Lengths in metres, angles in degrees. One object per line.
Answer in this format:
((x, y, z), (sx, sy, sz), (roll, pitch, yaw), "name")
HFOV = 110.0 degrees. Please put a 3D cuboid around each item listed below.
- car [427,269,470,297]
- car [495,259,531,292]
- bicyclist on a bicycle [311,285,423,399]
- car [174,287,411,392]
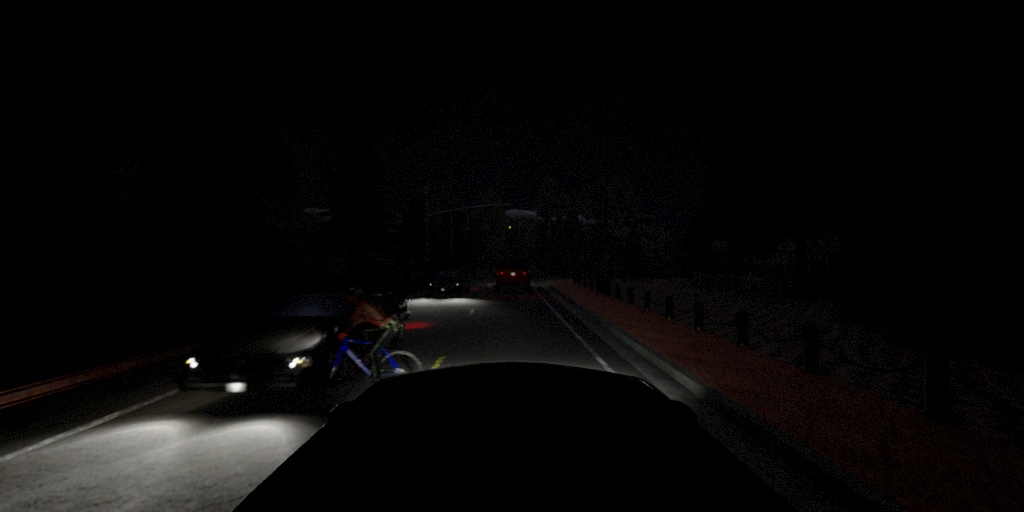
((-3.551, 1.478, 20.789), (1.812, 1.442, 4.674), (0, -1, 0), "car")
((0.065, 1.205, 23.887), (2.150, 2.045, 5.566), (0, -1, 0), "car")
((-2.097, 1.240, 5.125), (1.656, 1.620, 0.582), (-2, -1, 0), "bicyclist on a bicycle")
((-3.602, 1.357, 7.342), (2.033, 1.411, 5.357), (0, -1, 0), "car")
